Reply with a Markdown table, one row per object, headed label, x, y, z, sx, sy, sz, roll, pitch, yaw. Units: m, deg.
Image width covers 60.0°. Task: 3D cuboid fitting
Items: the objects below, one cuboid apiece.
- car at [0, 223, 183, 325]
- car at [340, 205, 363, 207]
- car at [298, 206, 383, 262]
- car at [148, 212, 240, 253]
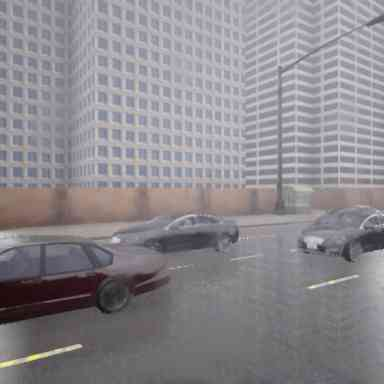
| label | x | y | z | sx | sy | sz | roll | pitch | yaw |
| --- | --- | --- | --- | --- | --- | --- | --- | --- | --- |
| car | -3.020 | 1.547 | 6.134 | 5.357 | 1.411 | 2.033 | 0 | 0 | -34 |
| car | 8.706 | 1.499 | 18.169 | 4.892 | 1.490 | 1.837 | 0 | 0 | -34 |
| car | 5.918 | 1.487 | 12.108 | 4.902 | 1.511 | 2.128 | 0 | 0 | -34 |
| car | -0.477 | 1.490 | 12.049 | 4.902 | 1.511 | 2.128 | 0 | 0 | -34 |
